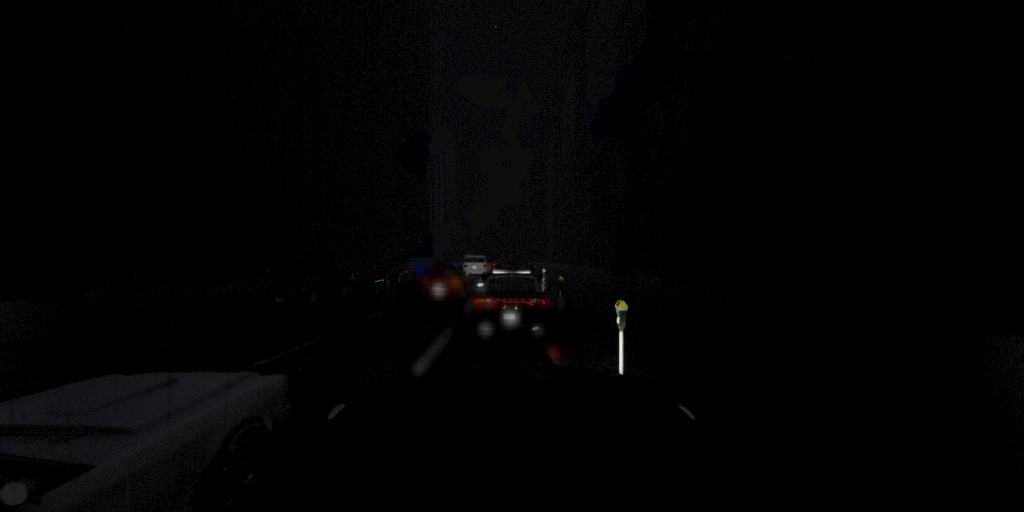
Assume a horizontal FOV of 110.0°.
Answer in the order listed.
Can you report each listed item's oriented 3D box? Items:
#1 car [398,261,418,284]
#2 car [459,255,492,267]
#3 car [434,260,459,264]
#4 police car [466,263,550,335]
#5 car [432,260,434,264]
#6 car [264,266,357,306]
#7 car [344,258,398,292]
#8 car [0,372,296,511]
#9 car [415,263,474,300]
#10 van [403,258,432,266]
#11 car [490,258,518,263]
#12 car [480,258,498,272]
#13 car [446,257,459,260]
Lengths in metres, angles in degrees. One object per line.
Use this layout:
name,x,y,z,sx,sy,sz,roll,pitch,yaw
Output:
car,-8.908,1.294,27.194,1.888,1.381,4.507,0,0,0
car,-3.052,0.971,31.945,2.150,2.045,5.566,0,0,0
car,-6.237,1.350,36.296,1.895,1.301,4.718,0,0,0
police car,-0.012,1.174,10.610,1.930,1.638,5.238,0,0,0
car,-8.908,1.189,38.467,1.967,1.591,4.097,0,0,0
car,-8.908,1.315,15.920,1.948,1.339,4.313,0,0,0
car,-8.908,1.064,21.556,2.192,1.841,5.009,0,0,0
car,-3.053,1.351,1.371,1.895,1.301,4.718,0,0,0
car,-3.144,1.275,17.703,1.812,1.442,4.674,0,0,0
van,-8.908,1.090,32.830,1.690,1.789,3.998,0,0,0
car,-0.383,1.189,27.203,1.967,1.591,4.097,0,0,0
car,-3.053,1.101,48.135,2.097,1.767,4.553,0,0,0
car,-8.908,1.189,49.741,1.967,1.591,4.097,0,0,0
